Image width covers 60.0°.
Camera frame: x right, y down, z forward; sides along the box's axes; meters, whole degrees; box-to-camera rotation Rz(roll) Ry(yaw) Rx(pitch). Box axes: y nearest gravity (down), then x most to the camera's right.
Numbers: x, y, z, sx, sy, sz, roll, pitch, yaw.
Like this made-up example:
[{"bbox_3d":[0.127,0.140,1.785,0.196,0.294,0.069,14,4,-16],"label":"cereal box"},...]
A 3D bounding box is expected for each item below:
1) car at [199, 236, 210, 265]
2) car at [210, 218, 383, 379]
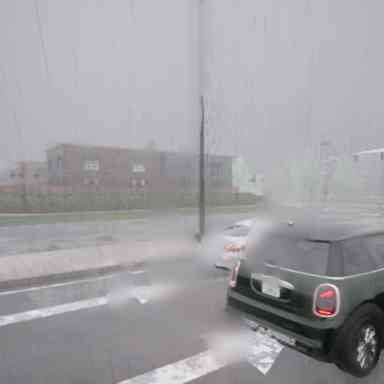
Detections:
[{"bbox_3d":[2.334,1.493,9.714,4.674,1.442,1.812,0,0,-35],"label":"car"},{"bbox_3d":[2.795,1.329,5.740,4.553,1.767,2.097,0,0,-36],"label":"car"}]
